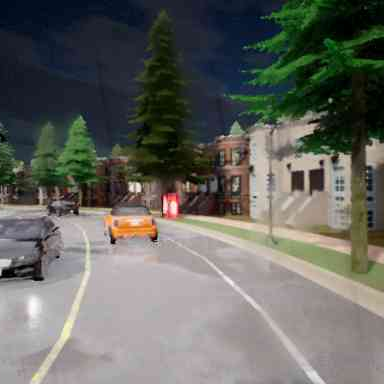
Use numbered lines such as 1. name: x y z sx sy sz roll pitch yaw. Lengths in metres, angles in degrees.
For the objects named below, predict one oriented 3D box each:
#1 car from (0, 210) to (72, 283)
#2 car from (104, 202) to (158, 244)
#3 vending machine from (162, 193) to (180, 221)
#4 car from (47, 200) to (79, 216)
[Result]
1. car: -4.984 1.513 9.697 2.128 1.511 4.902 0 0 -14
2. car: -3.091 1.349 16.115 2.097 1.767 4.553 -1 0 -19
3. vending machine: -1.657 1.166 26.326 1.100 2.100 0.880 0 0 -29
4. car: -12.645 1.548 32.467 1.837 1.490 4.892 0 0 -40
